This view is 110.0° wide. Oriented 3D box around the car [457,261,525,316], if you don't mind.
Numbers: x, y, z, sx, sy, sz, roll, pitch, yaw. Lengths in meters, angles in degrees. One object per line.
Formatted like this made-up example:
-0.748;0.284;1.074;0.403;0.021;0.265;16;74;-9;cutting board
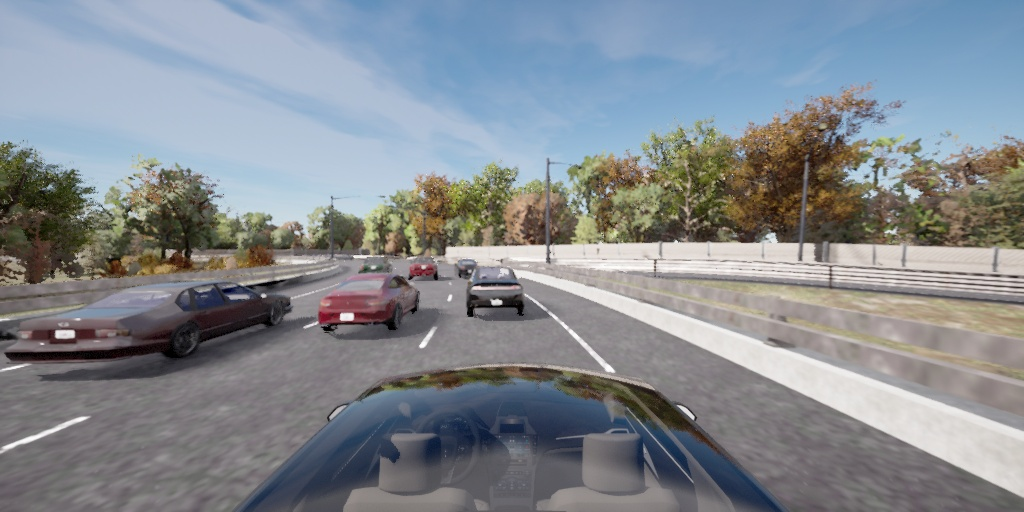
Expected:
-0.689;1.124;12.854;2.128;1.511;4.902;0;1;-6;car

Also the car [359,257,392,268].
-10.441;0.867;27.765;2.097;1.767;4.553;0;1;-14;car

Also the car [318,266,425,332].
-3.960;1.198;10.518;1.812;1.442;4.674;0;1;-4;car

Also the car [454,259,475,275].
-3.794;0.985;30.021;1.812;1.442;4.674;0;1;-14;car

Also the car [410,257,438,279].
-6.956;0.846;28.259;2.097;1.767;4.553;0;1;-14;car

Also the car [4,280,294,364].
-7.277;1.261;8.204;2.033;1.411;5.357;0;1;-4;car
